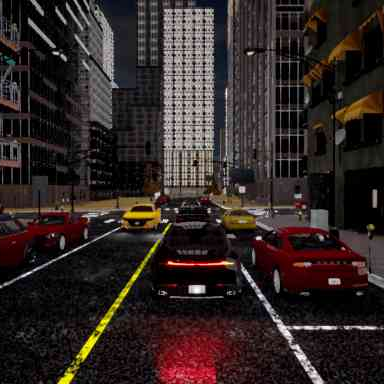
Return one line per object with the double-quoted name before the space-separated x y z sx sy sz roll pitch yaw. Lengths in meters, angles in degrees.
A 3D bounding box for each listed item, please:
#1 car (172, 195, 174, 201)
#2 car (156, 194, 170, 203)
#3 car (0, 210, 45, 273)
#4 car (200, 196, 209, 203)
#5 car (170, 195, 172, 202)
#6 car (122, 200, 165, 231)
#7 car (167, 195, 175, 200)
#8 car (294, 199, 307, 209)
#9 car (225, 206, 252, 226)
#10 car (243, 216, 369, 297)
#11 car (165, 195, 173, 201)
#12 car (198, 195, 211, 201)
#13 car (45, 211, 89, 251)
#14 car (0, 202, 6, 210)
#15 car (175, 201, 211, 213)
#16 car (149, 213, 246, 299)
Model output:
"car" -5.819 1.310 74.152 2.192 1.841 5.009 -1 0 0
"car" -5.799 1.540 63.033 1.887 1.381 4.507 -1 0 0
"car" -5.712 1.438 8.472 1.967 1.590 4.097 -1 0 0
"car" 2.572 1.521 68.774 1.752 1.417 4.829 -1 0 0
"car" -5.810 1.310 68.593 2.192 1.841 5.009 -1 0 0
"car" -3.036 1.477 20.874 1.882 1.535 5.008 0 0 0
"car" -5.843 1.541 90.830 1.887 1.381 4.507 -1 0 0
"car" 14.190 1.254 38.662 4.507 1.381 1.887 -1 1 -1
"car" 2.651 1.522 19.689 1.752 1.417 4.829 -1 0 0
"car" 2.670 1.543 8.472 1.887 1.381 4.507 -1 0 0
"car" -5.835 1.521 85.101 1.752 1.417 4.829 -1 0 0
"car" 2.580 1.435 63.045 1.967 1.590 4.097 -1 0 0
"car" -5.720 1.542 13.996 1.887 1.381 4.507 -1 0 0
"car" -23.908 1.744 38.277 4.097 1.590 1.967 -1 1 -1
"car" 0.067 1.475 18.675 1.882 1.535 5.008 0 0 0
"car" 0.086 1.503 8.403 1.837 1.490 4.892 0 0 0
